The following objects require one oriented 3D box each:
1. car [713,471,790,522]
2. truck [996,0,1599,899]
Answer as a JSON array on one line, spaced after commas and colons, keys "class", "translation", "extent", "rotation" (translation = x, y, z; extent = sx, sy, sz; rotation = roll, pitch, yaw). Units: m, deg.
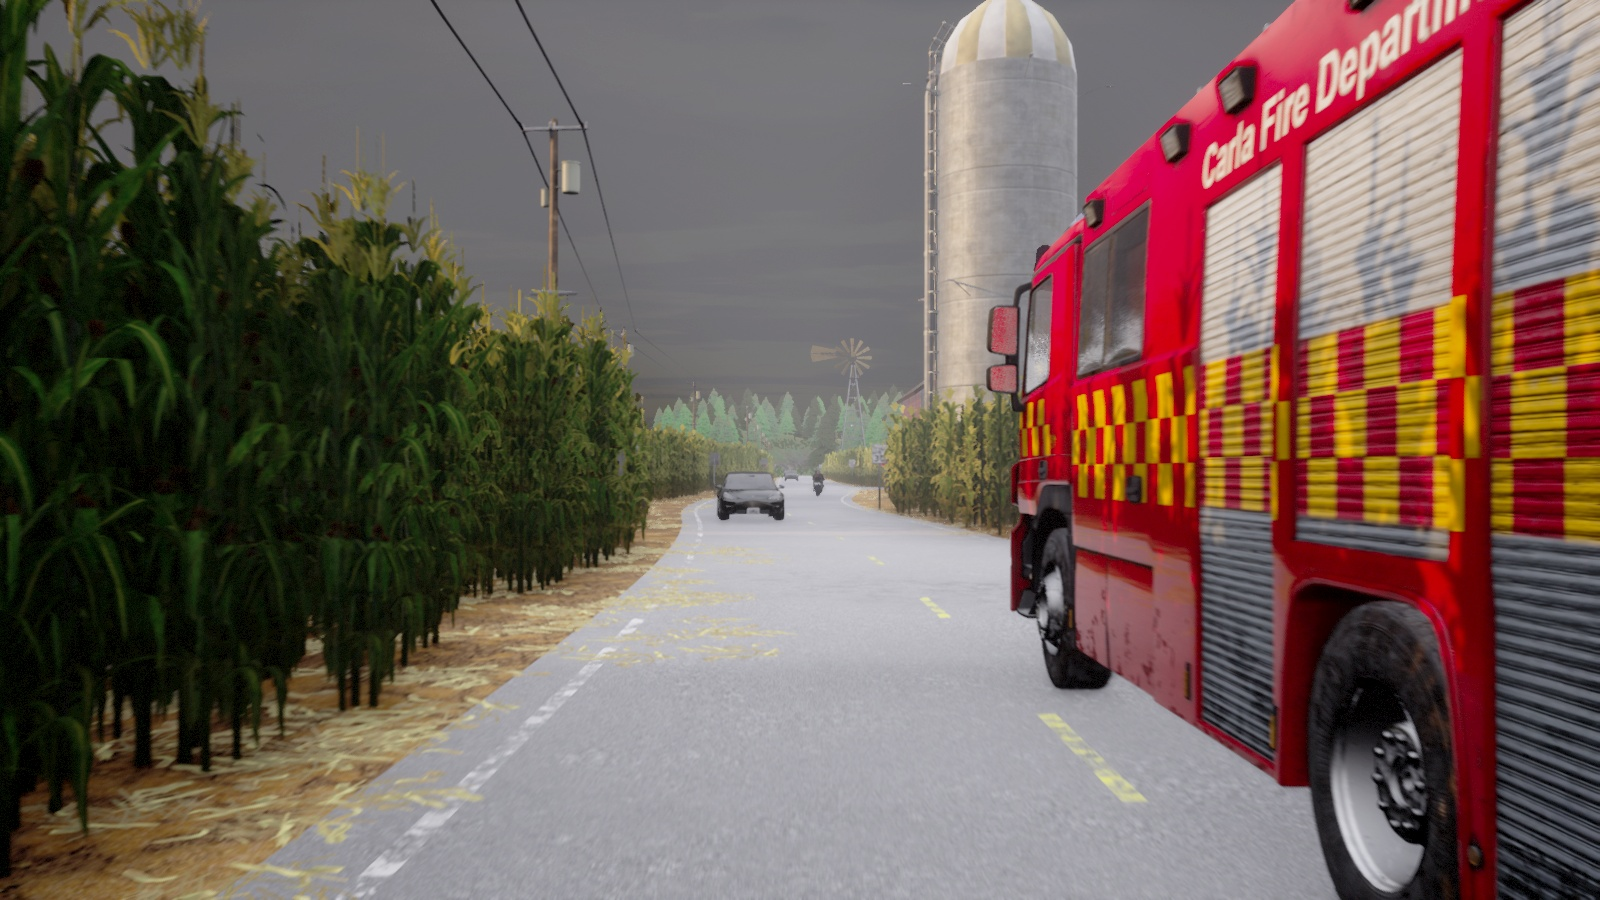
[{"class": "car", "translation": [-1.587, 1.422, 39.519], "extent": [2.163, 1.488, 4.792], "rotation": [0, -1, -5]}, {"class": "truck", "translation": [3.181, -0.262, 6.750], "extent": [2.891, 3.827, 8.468], "rotation": [0, -1, 0]}]
